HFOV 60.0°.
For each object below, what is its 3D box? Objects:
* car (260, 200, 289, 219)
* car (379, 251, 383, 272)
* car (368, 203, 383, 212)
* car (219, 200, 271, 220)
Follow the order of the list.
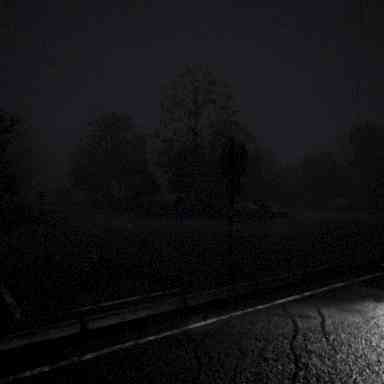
[{"bbox_3d":[6.904,1.584,31.563,2.185,1.767,4.553,1,-1,-36],"label":"car"},{"bbox_3d":[6.793,1.661,8.555,4.718,1.301,1.895,1,0,-36],"label":"car"},{"bbox_3d":[26.741,2.133,45.651,2.002,1.452,4.674,1,-1,-35],"label":"car"},{"bbox_3d":[4.362,1.702,29.663,2.002,1.452,4.674,1,-1,-36],"label":"car"}]
